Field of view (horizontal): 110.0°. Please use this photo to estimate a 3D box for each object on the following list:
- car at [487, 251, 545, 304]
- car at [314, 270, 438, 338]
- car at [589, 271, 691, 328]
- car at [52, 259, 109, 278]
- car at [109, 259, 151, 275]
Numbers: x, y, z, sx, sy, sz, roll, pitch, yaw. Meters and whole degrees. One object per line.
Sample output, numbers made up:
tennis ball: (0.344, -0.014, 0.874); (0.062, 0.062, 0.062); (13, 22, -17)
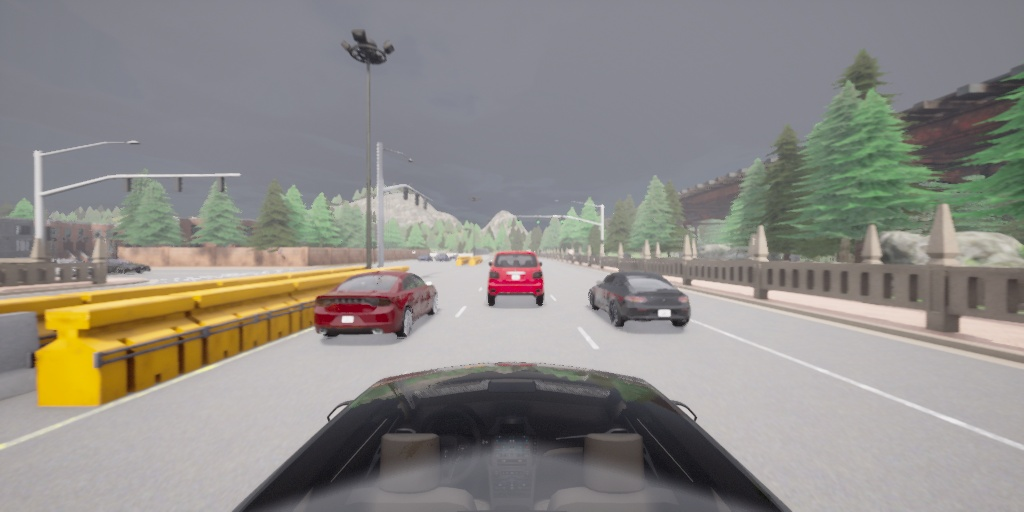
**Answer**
car: (0.147, 0.809, 15.284); (2.150, 2.045, 5.566); (0, 1, 0)
car: (-3.373, 1.126, 9.853); (1.882, 1.535, 5.008); (0, 1, 0)
car: (3.630, 1.165, 10.818); (1.812, 1.442, 4.674); (0, 1, 0)
car: (-35.336, 0.950, 28.283); (4.674, 1.442, 1.812); (0, 1, 0)
car: (-35.397, 0.930, 31.787); (5.357, 1.411, 2.033); (0, 1, 0)
